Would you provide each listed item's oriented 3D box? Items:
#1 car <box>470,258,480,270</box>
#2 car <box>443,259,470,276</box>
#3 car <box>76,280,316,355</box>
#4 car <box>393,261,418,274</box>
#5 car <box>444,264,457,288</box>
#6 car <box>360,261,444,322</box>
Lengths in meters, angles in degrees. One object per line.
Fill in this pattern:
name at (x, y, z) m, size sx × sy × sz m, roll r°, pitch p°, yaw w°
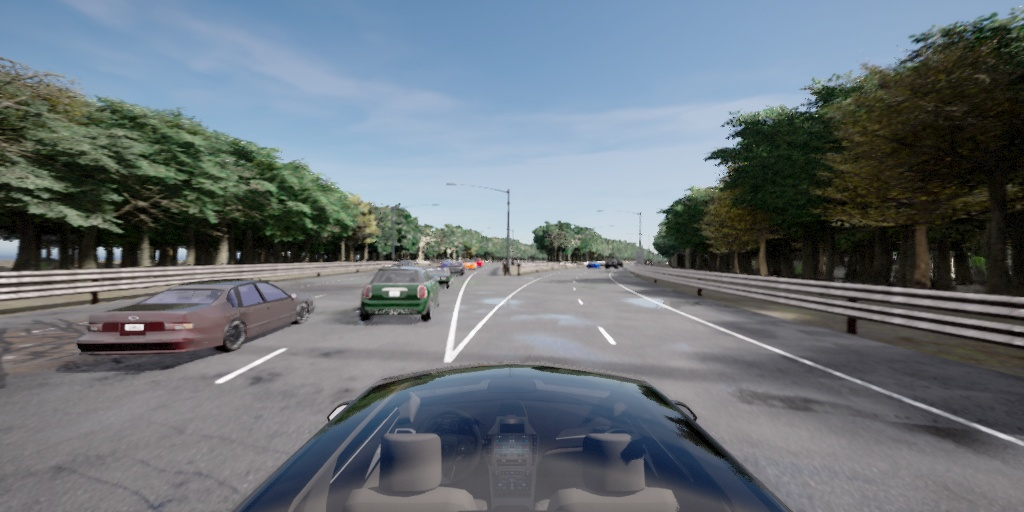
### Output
car at (-7.032, 1.439, 60.021) m, size 2.097 × 1.767 × 4.553 m, roll 1°, pitch 0°, yaw -1°
car at (-6.296, 1.461, 40.826) m, size 2.128 × 1.511 × 4.902 m, roll 1°, pitch 0°, yaw -3°
car at (-6.721, 1.274, 8.587) m, size 2.033 × 1.411 × 5.357 m, roll 1°, pitch 0°, yaw -7°
car at (-13.512, 1.432, 45.819) m, size 1.837 × 1.490 × 4.892 m, roll 0°, pitch 0°, yaw -2°
car at (-5.053, 1.464, 24.655) m, size 1.895 × 1.301 × 4.718 m, roll 1°, pitch -1°, yaw -5°
car at (-3.720, 1.139, 12.687) m, size 2.097 × 1.767 × 4.553 m, roll 1°, pitch 0°, yaw -7°
